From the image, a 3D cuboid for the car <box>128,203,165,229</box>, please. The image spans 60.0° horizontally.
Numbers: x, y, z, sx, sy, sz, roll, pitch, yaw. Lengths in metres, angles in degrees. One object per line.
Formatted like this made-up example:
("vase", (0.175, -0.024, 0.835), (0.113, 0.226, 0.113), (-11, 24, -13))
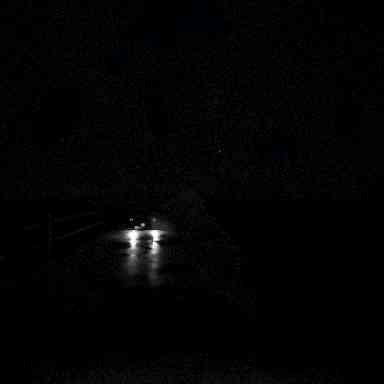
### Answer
("car", (-2.753, 1.441, 21.292), (2.033, 1.411, 5.357), (0, 0, 0))
